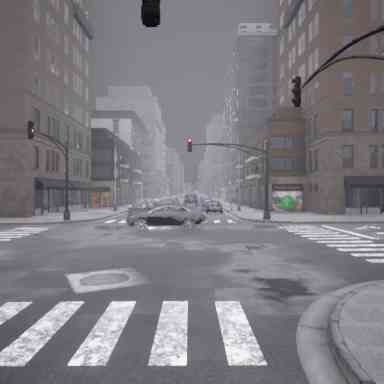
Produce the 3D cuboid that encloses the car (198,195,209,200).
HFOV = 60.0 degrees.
[{"bbox_3d":[2.390,1.637,52.650,1.947,1.339,4.313,0,0,0],"label":"car"}]

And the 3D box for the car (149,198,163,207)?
[{"bbox_3d":[-5.634,1.653,52.664,1.802,1.307,4.206,0,0,0],"label":"car"}]

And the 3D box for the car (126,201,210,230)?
[{"bbox_3d":[-1.567,1.506,20.579,4.902,1.511,2.128,0,0,0],"label":"car"}]

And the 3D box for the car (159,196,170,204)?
[{"bbox_3d":[-5.604,1.552,69.197,1.967,1.590,4.097,0,0,0],"label":"car"}]

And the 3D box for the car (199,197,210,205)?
[{"bbox_3d":[2.411,1.647,63.671,2.008,1.369,4.403,0,0,0],"label":"car"}]

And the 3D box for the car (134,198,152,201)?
[{"bbox_3d":[-5.665,1.480,36.132,1.967,1.590,4.097,0,0,0],"label":"car"}]

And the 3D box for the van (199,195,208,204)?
[{"bbox_3d":[2.421,1.453,69.182,1.690,1.788,3.998,0,0,0],"label":"van"}]

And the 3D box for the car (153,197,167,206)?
[{"bbox_3d":[-5.624,1.634,58.175,2.008,1.369,4.403,0,0,0],"label":"car"}]

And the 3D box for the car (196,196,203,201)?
[{"bbox_3d":[2.050,1.698,90.086,1.812,1.442,4.674,0,0,0],"label":"car"}]

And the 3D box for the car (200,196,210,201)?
[{"bbox_3d":[2.380,1.641,47.139,1.802,1.307,4.206,0,0,0],"label":"car"}]

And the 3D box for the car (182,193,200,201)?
[{"bbox_3d":[-0.143,1.298,55.317,2.150,2.045,5.566,0,0,0],"label":"car"}]

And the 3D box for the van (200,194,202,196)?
[{"bbox_3d":[2.401,1.424,58.161,1.690,1.788,3.998,0,0,0],"label":"van"}]

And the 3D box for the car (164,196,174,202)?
[{"bbox_3d":[-5.583,1.694,80.218,2.008,1.369,4.403,0,0,0],"label":"car"}]

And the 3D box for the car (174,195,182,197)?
[{"bbox_3d":[-3.084,1.636,53.432,1.994,1.385,4.181,0,0,0],"label":"car"}]

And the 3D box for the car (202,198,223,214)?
[{"bbox_3d":[2.360,1.606,36.117,1.947,1.339,4.313,0,0,0],"label":"car"}]

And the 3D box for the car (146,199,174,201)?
[{"bbox_3d":[-3.133,1.637,33.495,1.895,1.301,4.718,0,0,0],"label":"car"}]

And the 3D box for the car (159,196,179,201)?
[{"bbox_3d":[-3.110,1.617,43.473,1.994,1.385,4.181,0,0,1],"label":"car"}]
